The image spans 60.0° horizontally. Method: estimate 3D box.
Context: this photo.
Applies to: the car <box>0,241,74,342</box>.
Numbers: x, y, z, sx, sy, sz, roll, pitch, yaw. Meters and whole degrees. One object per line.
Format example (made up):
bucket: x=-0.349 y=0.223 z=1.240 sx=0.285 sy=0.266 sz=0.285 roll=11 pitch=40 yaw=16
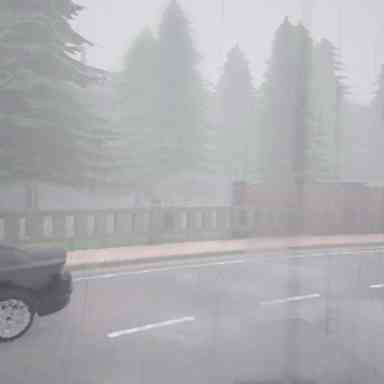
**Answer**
car: x=-4.375 y=1.417 z=4.819 sx=5.008 sy=1.535 sz=1.882 roll=0 pitch=0 yaw=-34
